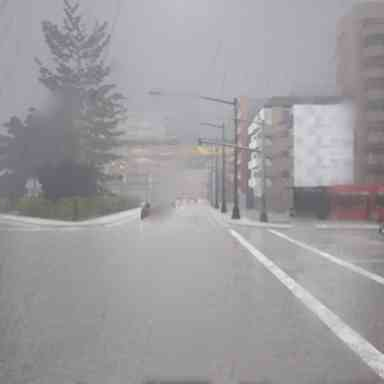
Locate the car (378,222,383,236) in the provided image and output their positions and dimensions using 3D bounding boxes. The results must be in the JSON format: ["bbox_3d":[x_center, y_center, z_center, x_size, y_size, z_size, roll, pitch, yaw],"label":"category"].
[{"bbox_3d":[11.978,1.720,16.807,4.674,1.442,1.812,0,0,-1],"label":"car"}]

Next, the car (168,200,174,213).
[{"bbox_3d":[-3.703,1.967,41.840,1.895,1.301,4.718,0,-1,0],"label":"car"}]

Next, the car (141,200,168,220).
[{"bbox_3d":[-3.682,1.752,31.674,1.882,1.535,5.008,0,-1,0],"label":"car"}]

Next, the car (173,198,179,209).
[{"bbox_3d":[-3.691,2.039,53.888,1.994,1.385,4.181,0,-1,0],"label":"car"}]

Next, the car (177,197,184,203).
[{"bbox_3d":[-3.882,2.261,90.764,2.038,1.542,4.974,0,-1,25],"label":"car"}]

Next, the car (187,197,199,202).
[{"bbox_3d":[0.260,2.090,90.518,1.853,1.218,4.536,0,-1,-20],"label":"car"}]

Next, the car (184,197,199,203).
[{"bbox_3d":[0.279,2.247,90.468,2.038,1.542,4.974,0,-1,-20],"label":"car"}]

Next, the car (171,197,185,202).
[{"bbox_3d":[-3.861,2.104,90.813,1.853,1.218,4.536,0,-1,25],"label":"car"}]
